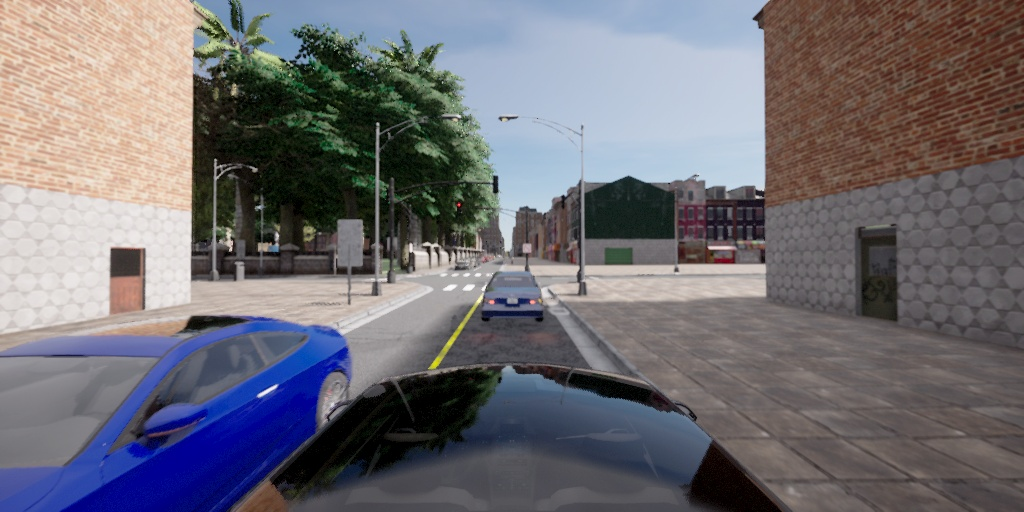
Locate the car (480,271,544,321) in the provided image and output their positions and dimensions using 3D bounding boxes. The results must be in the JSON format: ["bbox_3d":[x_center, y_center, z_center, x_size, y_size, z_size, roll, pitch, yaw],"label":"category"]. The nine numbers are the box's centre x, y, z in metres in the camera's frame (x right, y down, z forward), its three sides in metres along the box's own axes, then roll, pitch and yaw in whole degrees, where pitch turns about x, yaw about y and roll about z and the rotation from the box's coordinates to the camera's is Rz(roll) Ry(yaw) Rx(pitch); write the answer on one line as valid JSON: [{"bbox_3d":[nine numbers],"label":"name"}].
[{"bbox_3d":[0.025,1.185,11.817,2.033,1.411,5.357,0,1,0],"label":"car"}]

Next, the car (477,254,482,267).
[{"bbox_3d":[-5.538,0.813,48.102,2.007,1.370,4.403,0,0,0],"label":"car"}]

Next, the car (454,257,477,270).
[{"bbox_3d":[-5.510,0.883,40.967,2.007,1.370,4.403,0,0,0],"label":"car"}]

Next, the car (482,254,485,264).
[{"bbox_3d":[-5.579,0.777,53.552,1.948,1.339,4.313,0,0,0],"label":"car"}]

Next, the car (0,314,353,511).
[{"bbox_3d":[-2.835,1.265,2.624,1.812,1.442,4.674,0,1,0],"label":"car"}]

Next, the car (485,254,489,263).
[{"bbox_3d":[-5.662,0.697,64.451,1.802,1.307,4.207,0,0,0],"label":"car"}]
